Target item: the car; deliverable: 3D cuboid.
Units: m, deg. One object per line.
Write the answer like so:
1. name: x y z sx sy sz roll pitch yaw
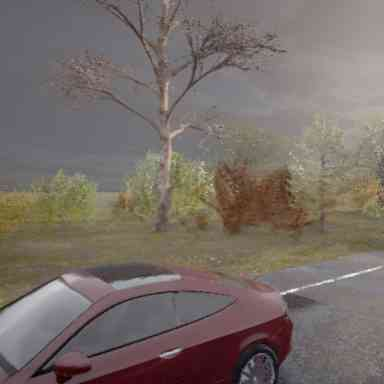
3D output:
1. car: -0.903 1.533 3.361 4.674 1.442 1.812 0 0 -36
